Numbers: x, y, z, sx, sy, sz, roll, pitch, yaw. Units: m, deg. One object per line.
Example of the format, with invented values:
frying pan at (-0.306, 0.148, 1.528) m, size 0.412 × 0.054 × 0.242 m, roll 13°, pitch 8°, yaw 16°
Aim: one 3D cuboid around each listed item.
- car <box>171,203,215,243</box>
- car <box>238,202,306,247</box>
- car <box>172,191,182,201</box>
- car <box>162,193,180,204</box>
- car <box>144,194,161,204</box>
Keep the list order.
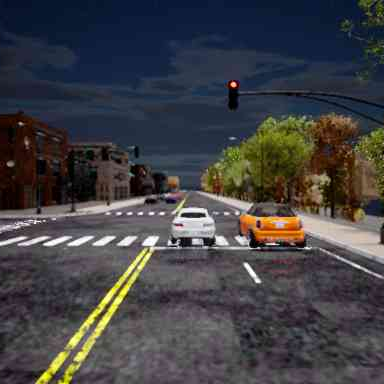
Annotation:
car at (0.066, 1.437, 15.347) m, size 1.812 × 1.442 × 4.674 m, roll 0°, pitch 1°, yaw 0°
car at (3.312, 1.267, 14.595) m, size 2.097 × 1.767 × 4.553 m, roll 0°, pitch 0°, yaw 0°
car at (-3.372, 0.825, 70.476) m, size 2.150 × 2.045 × 5.566 m, roll 0°, pitch 0°, yaw 0°
car at (-3.401, 1.293, 54.575) m, size 1.895 × 1.301 × 4.718 m, roll 0°, pitch 0°, yaw 0°
car at (-6.649, 1.293, 54.564) m, size 1.895 × 1.301 × 4.718 m, roll 0°, pitch 0°, yaw 0°
